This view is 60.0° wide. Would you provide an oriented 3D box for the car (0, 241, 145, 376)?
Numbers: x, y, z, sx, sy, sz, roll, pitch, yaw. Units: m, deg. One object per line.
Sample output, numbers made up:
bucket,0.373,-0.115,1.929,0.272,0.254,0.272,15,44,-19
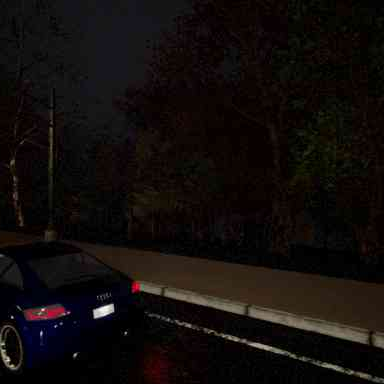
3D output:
car,-2.786,1.563,5.654,4.181,1.385,1.994,0,0,37
